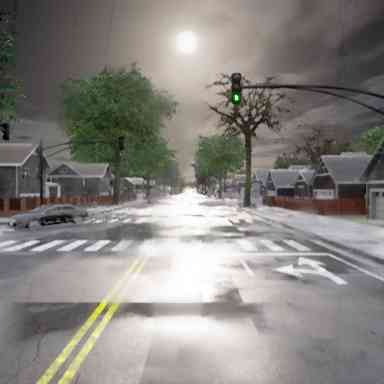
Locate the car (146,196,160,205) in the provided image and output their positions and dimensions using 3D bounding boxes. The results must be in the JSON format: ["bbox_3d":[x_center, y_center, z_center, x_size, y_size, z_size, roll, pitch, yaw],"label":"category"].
[{"bbox_3d":[-6.568,1.464,56.413,1.812,1.442,4.674,0,1,0],"label":"car"}]

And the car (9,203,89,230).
[{"bbox_3d":[-8.962,1.522,21.230,2.128,1.511,4.902,1,2,38],"label":"car"}]
